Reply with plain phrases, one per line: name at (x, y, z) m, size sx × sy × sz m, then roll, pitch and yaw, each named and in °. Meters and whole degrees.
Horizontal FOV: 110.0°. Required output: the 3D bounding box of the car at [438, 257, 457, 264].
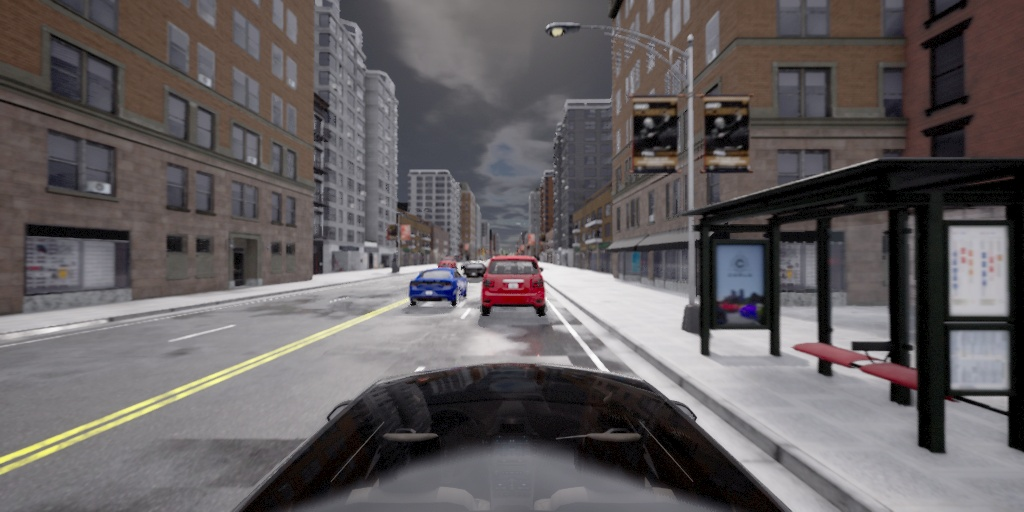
car at (-9.814, 1.178, 54.741) m, size 2.150 × 2.045 × 5.566 m, roll 0°, pitch 0°, yaw 0°

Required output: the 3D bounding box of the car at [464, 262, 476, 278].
car at (-3.170, 1.343, 32.124) m, size 1.882 × 1.535 × 5.008 m, roll 0°, pitch 0°, yaw 0°

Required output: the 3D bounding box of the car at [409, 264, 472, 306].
car at (-3.173, 1.282, 16.232) m, size 1.882 × 1.535 × 5.008 m, roll 0°, pitch 0°, yaw 0°

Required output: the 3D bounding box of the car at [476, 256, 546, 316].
car at (0.065, 1.018, 13.817) m, size 2.150 × 2.045 × 5.566 m, roll 0°, pitch 0°, yaw 0°
